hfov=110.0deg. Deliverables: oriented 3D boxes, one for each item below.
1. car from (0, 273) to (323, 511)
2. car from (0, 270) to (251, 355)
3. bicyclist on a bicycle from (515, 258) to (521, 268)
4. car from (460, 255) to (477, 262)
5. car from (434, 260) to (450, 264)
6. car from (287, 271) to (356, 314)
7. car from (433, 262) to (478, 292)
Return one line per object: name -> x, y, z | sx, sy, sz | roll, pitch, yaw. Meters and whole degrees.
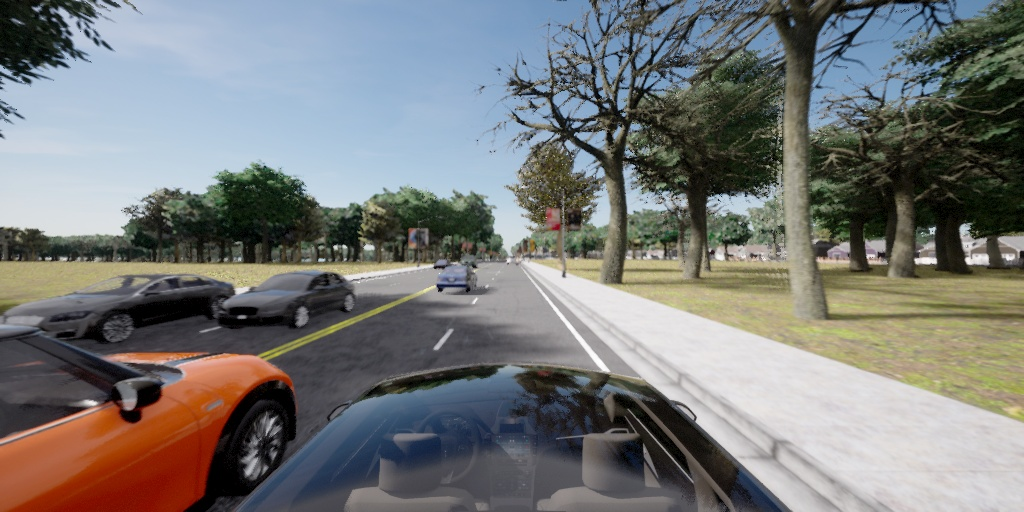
car -> -3.150, 1.102, 1.655 | 2.097, 1.767, 4.553 | 0, 0, 0
car -> -9.850, 1.229, 9.626 | 2.128, 1.511, 4.902 | 0, 0, 0
bicyclist on a bicycle -> 0.903, 1.117, 53.442 | 0.866, 1.612, 1.509 | 0, 1, 0
car -> -6.552, 0.900, 54.529 | 2.150, 2.045, 5.566 | 0, 0, 1
car -> -9.819, 1.232, 51.072 | 2.033, 1.411, 5.357 | 0, 0, 0
car -> -6.600, 1.240, 11.191 | 1.837, 1.490, 4.892 | 0, 0, 0
car -> -3.151, 1.269, 21.171 | 2.033, 1.411, 5.357 | 0, 0, 0
